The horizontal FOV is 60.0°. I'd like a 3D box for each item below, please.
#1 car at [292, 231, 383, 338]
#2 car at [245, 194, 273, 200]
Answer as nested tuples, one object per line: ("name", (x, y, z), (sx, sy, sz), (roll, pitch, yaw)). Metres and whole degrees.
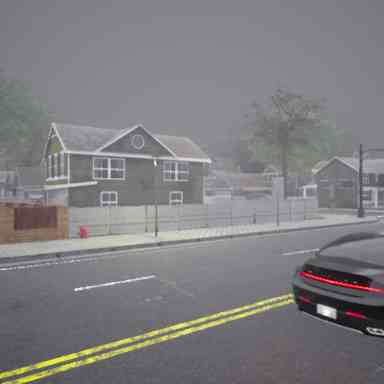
("car", (3.930, 1.501, 6.238), (4.892, 1.490, 1.837), (1, 0, -35))
("car", (8.897, 1.253, 40.747), (2.150, 2.045, 5.566), (0, 0, -35))
